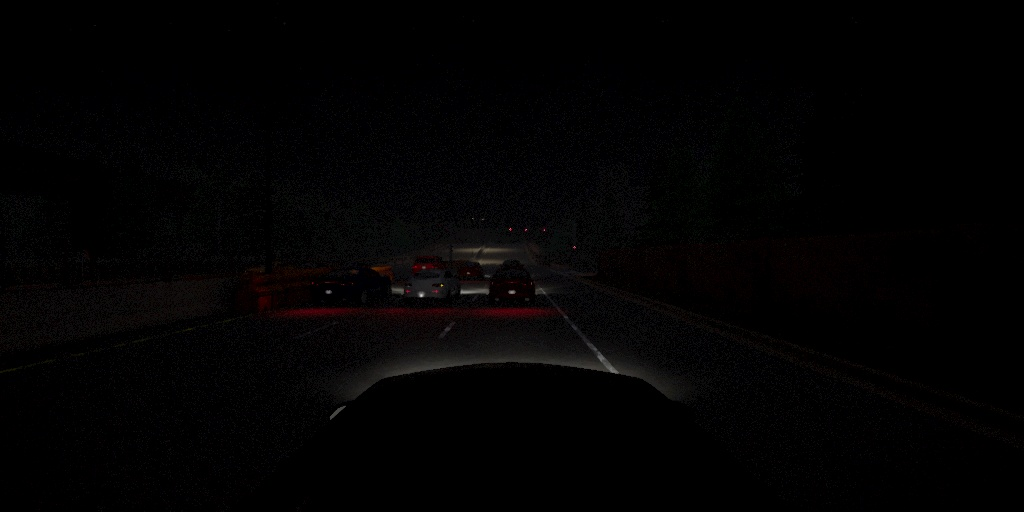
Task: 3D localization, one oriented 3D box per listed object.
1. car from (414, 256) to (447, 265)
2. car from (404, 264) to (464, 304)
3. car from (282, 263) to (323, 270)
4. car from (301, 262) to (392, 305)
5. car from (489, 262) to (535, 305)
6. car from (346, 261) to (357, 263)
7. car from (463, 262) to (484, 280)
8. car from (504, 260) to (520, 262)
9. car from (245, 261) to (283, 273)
[{"bbox_3d":[-7.000,1.005,31.187,2.150,2.045,5.566,0,0,0],"label":"car"},{"bbox_3d":[-3.500,1.280,16.157,1.812,1.442,4.674,0,0,0],"label":"car"},{"bbox_3d":[-17.500,1.307,31.400,1.812,1.442,4.674,0,0,0],"label":"car"},{"bbox_3d":[-7.000,1.232,16.157,1.882,1.535,5.008,0,0,0],"label":"car"},{"bbox_3d":[0.000,1.232,16.157,1.882,1.535,5.008,0,0,0],"label":"car"},{"bbox_3d":[-14.000,1.259,31.400,1.882,1.535,5.008,0,0,0],"label":"car"},{"bbox_3d":[-3.500,1.232,31.157,1.882,1.535,5.008,0,0,0],"label":"car"},{"bbox_3d":[0.000,1.113,31.127,2.097,1.767,4.553,0,0,0],"label":"car"},{"bbox_3d":[-21.000,1.259,31.400,1.882,1.535,5.008,0,0,0],"label":"car"}]
